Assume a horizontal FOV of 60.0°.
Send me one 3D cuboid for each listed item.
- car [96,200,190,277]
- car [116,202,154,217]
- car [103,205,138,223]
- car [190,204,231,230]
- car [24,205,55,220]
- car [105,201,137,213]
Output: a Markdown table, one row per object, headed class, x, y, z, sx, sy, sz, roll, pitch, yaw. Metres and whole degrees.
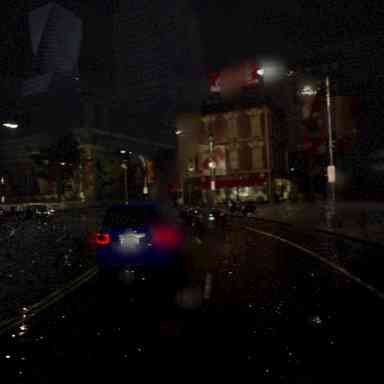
| class | x | y | z | sx | sy | sz | roll | pitch | yaw |
| --- | --- | --- | --- | --- | --- | --- | --- | --- | --- |
| car | -1.383 | 1.296 | 10.780 | 2.150 | 2.045 | 5.566 | -3 | 0 | 1 |
| car | -6.427 | 1.893 | 36.812 | 2.033 | 1.411 | 5.357 | -3 | 0 | -35 |
| car | -6.607 | 1.915 | 30.376 | 1.994 | 1.385 | 4.181 | -3 | 0 | -28 |
| car | 0.686 | 1.539 | 21.365 | 1.994 | 1.385 | 4.181 | -3 | 0 | -13 |
| car | -18.224 | 2.299 | 39.600 | 4.553 | 1.767 | 2.097 | -3 | 0 | 44 |
| car | -9.760 | 2.040 | 45.655 | 4.674 | 1.452 | 2.002 | -3 | 0 | 45 |
